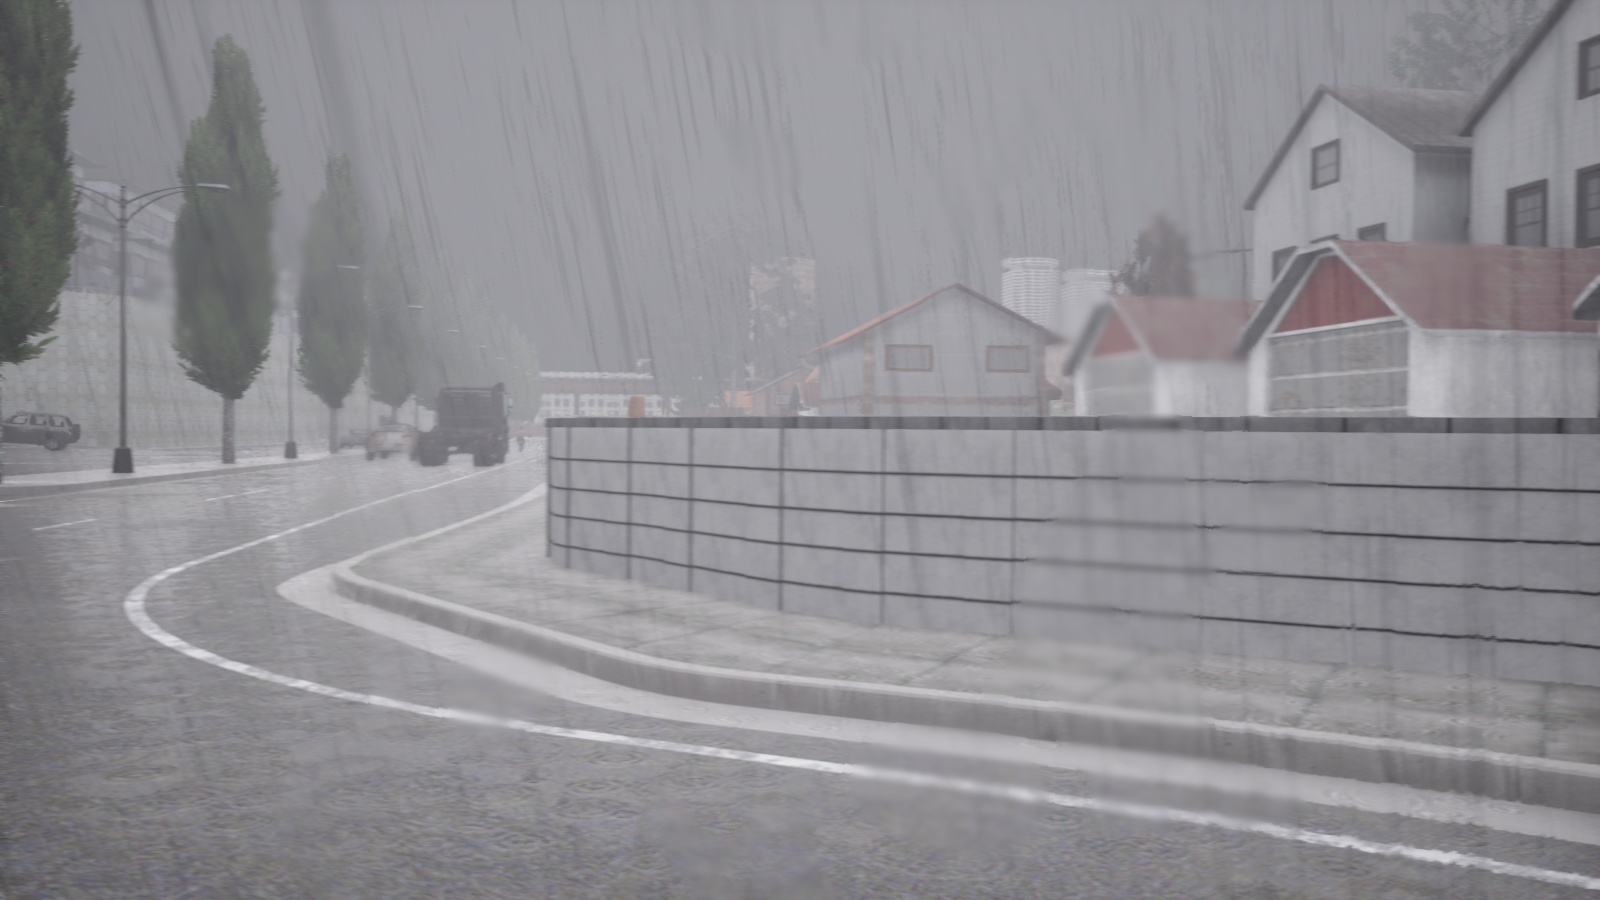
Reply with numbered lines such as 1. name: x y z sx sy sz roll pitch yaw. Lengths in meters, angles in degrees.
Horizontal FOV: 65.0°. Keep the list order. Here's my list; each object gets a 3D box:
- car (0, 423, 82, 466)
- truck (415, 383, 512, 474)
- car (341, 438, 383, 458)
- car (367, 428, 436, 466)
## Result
1. car: -37.683 -0.293 60.976 4.605 1.855 1.932 3 1 -21
2. truck: -13.742 -0.893 51.920 2.891 3.462 7.936 -1 1 -8
3. car: -30.216 -0.169 86.748 1.895 1.301 4.718 -1 1 -8
4. car: -17.940 -0.163 56.730 2.152 1.651 5.027 -1 1 -8
